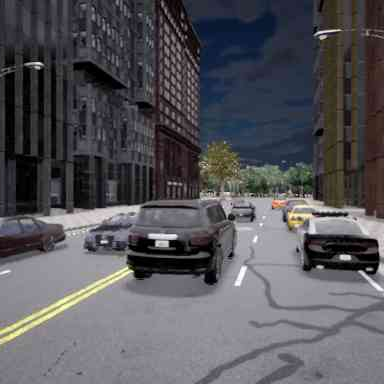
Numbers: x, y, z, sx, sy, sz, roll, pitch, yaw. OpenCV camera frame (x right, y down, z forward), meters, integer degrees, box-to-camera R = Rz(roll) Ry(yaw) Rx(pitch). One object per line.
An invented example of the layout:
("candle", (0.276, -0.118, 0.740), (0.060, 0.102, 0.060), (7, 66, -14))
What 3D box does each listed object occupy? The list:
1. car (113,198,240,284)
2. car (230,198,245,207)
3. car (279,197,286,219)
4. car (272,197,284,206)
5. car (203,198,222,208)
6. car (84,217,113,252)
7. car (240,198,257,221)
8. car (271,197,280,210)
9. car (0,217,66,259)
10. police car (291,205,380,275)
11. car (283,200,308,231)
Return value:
("car", (-0.010, 1.240, 9.938), (2.150, 2.045, 5.566), (0, 0, 14))
("car", (7.478, 1.654, 54.839), (1.994, 1.385, 4.181), (0, 0, 14))
("car", (8.242, 1.392, 26.244), (2.097, 1.767, 4.553), (0, 0, 14))
("car", (15.497, 1.640, 59.867), (2.033, 1.411, 5.357), (0, 0, 14))
("car", (3.196, 1.635, 51.075), (2.033, 1.411, 5.357), (0, 0, 14))
("car", (-2.633, 1.591, 13.724), (1.994, 1.385, 4.181), (0, 0, 14))
("car", (4.297, 1.538, 27.480), (2.128, 1.511, 4.902), (0, 0, 14))
("car", (11.831, 1.422, 44.913), (2.097, 1.767, 4.553), (0, 0, 14))
("car", (-6.555, 1.574, 11.386), (2.033, 1.411, 5.357), (0, 0, 14))
("police car", (4.459, 1.442, 10.842), (1.930, 1.638, 5.238), (0, 0, 14))
("car", (6.863, 1.487, 20.631), (1.801, 1.575, 5.366), (0, 0, 14))
